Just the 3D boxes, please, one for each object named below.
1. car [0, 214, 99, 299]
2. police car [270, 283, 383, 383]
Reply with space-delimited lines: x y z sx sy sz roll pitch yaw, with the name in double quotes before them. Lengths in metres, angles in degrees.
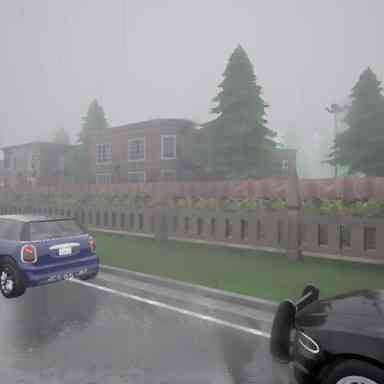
"car" -4.519 1.351 8.770 4.553 1.767 2.097 0 0 38
"police car" 3.259 1.425 2.711 5.238 1.638 1.930 0 0 38
